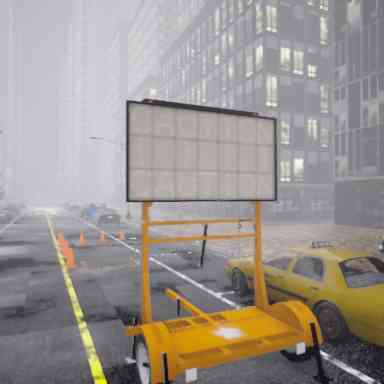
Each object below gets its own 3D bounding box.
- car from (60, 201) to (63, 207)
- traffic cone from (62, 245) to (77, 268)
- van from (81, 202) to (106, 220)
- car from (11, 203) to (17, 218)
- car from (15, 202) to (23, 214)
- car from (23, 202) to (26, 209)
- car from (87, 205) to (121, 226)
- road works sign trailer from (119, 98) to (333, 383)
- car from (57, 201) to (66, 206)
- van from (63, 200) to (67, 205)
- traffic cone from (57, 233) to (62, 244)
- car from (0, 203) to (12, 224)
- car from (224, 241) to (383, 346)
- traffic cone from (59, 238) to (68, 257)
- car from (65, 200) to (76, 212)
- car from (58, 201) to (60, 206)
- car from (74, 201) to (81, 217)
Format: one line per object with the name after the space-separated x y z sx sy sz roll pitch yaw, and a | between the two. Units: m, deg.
-23.545 2.532 63.401 1.887 1.381 4.507 0 -1 -24 | car
-3.926 2.128 10.764 0.340 0.580 0.340 0 -1 -24 | traffic cone
-9.391 1.849 32.325 1.690 1.788 3.998 0 -1 -24 | van
-19.382 2.121 34.042 1.802 1.307 4.206 0 -1 -24 | car
-24.101 2.140 44.403 1.967 1.590 4.097 0 -1 -24 | car
-33.536 2.581 65.119 1.947 1.339 4.313 0 -1 -24 | car
-7.030 1.993 27.142 1.947 1.339 4.313 0 -1 -24 | car
0.134 0.544 4.945 2.380 3.560 2.880 0 -1 -24 | road works sign trailer
-32.983 2.880 84.120 1.802 1.307 4.206 0 -1 -24 | car
-21.187 2.249 58.223 1.690 1.788 3.998 0 -1 -24 | van
-5.584 2.185 14.403 0.340 0.580 0.340 0 -1 -24 | traffic cone
-16.952 1.981 28.709 1.752 1.417 4.829 0 -1 -24 | car
2.335 1.630 6.580 1.752 1.417 4.829 0 -1 -24 | car
-4.755 2.157 12.583 0.340 0.580 0.340 0 -1 -24 | traffic cone
-18.826 2.411 53.041 1.802 1.307 4.206 0 -1 -24 | car
-28.263 2.694 73.760 2.008 1.369 4.403 0 -1 -24 | car
-11.750 2.029 37.504 1.967 1.590 4.097 0 -1 -24 | car
